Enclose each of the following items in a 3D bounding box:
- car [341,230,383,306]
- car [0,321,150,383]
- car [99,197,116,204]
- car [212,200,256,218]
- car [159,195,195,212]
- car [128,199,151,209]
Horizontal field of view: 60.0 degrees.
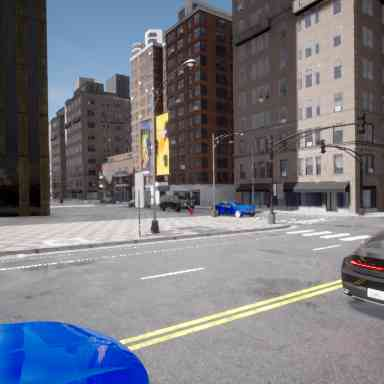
[{"bbox_3d":[5.123,1.504,7.098,4.892,1.490,1.837,0,0,-36],"label":"car"},{"bbox_3d":[-2.568,1.478,1.609,5.008,1.535,1.882,0,0,-35],"label":"car"},{"bbox_3d":[-17.180,1.742,67.590,2.033,1.411,5.357,-1,0,-35],"label":"car"},{"bbox_3d":[3.976,1.577,31.983,1.882,1.535,5.008,-1,0,-34],"label":"car"},{"bbox_3d":[-1.933,1.355,40.369,2.150,2.045,5.566,-1,0,-35],"label":"car"},{"bbox_3d":[-7.779,1.695,48.701,1.812,1.442,4.674,-1,1,-35],"label":"car"}]
